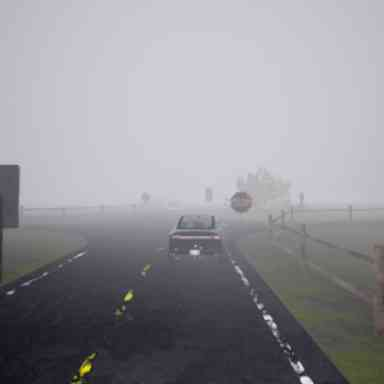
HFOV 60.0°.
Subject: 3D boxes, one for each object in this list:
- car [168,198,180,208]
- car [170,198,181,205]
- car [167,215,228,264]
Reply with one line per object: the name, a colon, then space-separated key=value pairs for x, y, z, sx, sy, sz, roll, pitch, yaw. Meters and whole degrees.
car: x=-3.009 y=1.936 z=56.660 sx=1.994 sy=1.385 sz=4.181 roll=0 pitch=0 yaw=-1
car: x=-3.548 y=1.993 z=71.618 sx=2.128 sy=1.511 sz=4.902 roll=0 pitch=0 yaw=-3
car: x=0.251 y=1.564 z=12.107 sx=2.128 sy=1.511 sz=4.902 roll=0 pitch=0 yaw=4
